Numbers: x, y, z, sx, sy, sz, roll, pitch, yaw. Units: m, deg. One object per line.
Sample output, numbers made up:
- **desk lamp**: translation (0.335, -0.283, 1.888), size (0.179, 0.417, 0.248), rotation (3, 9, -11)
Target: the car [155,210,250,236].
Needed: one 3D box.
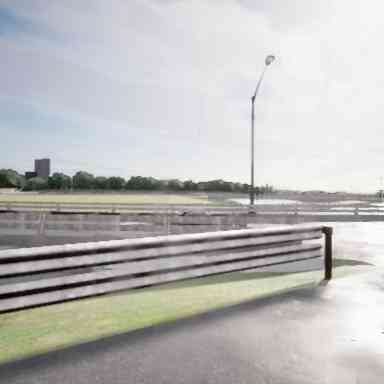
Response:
- **car**: translation (0.575, 1.579, 16.875), size (4.718, 1.301, 1.895), rotation (0, 0, 3)
